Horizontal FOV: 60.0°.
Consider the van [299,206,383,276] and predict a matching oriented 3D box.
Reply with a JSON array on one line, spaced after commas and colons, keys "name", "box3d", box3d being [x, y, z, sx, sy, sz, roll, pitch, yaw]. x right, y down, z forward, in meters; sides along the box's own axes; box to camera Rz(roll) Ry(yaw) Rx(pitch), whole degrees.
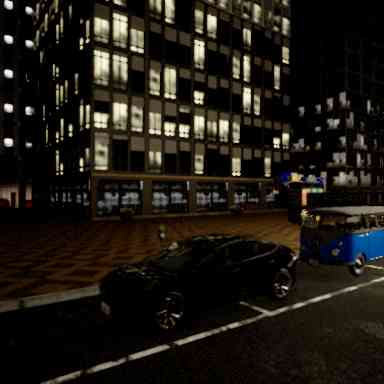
[{"name": "van", "box3d": [4.957, 1.346, 10.094, 3.998, 1.788, 1.690, 0, 0, -35]}]

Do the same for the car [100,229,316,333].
[{"name": "car", "box3d": [0.342, 1.568, 6.803, 4.313, 1.339, 1.947, 0, 0, -35]}]
